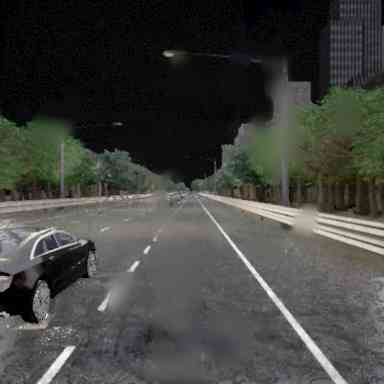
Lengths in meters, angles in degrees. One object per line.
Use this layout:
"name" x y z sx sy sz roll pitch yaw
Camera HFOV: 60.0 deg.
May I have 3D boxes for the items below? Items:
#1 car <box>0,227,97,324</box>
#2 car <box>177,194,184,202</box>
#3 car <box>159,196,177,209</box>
"car" -3.500 1.495 7.146 2.128 1.511 4.902 0 0 0
"car" -3.509 1.560 75.956 1.895 1.301 4.718 0 0 0
"car" -3.507 1.509 46.281 1.837 1.490 4.892 0 0 0
